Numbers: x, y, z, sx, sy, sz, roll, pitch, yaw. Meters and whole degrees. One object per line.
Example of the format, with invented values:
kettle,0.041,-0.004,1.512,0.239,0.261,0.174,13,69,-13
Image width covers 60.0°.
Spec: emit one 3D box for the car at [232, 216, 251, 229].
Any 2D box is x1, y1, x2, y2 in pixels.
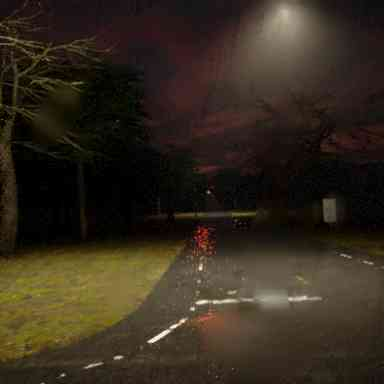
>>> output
car,7.372,4.503,48.334,2.033,1.411,5.357,-3,-3,3
